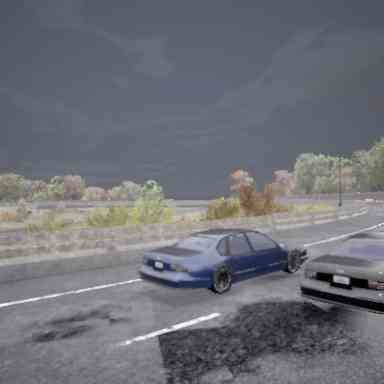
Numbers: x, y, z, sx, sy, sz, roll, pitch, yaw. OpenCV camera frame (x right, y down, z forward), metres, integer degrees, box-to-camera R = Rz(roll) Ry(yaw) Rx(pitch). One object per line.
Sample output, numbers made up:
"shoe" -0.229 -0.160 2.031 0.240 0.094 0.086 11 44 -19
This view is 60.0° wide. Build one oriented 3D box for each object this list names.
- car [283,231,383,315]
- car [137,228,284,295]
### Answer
"car" 4.577 1.637 7.680 5.357 1.411 2.033 0 -2 -42
"car" 1.139 1.728 9.318 5.357 1.411 2.033 0 -2 -41
